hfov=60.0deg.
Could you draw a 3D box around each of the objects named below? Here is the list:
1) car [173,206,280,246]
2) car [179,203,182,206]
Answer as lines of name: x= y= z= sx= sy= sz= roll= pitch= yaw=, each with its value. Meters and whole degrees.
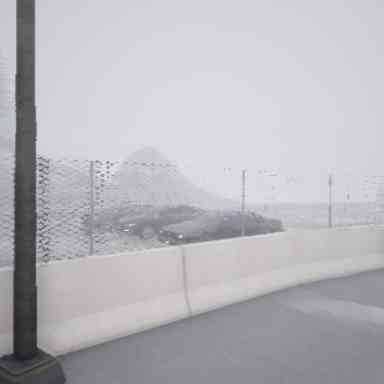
car: x=1.353 y=1.408 z=13.313 sx=5.357 sy=1.411 sz=2.033 roll=0 pitch=1 yaw=-33
car: x=-1.152 y=1.320 z=15.803 sx=4.892 sy=1.490 sz=1.837 roll=0 pitch=0 yaw=-33
